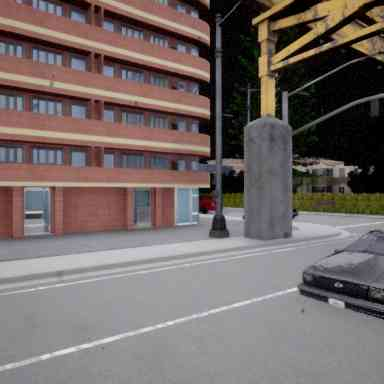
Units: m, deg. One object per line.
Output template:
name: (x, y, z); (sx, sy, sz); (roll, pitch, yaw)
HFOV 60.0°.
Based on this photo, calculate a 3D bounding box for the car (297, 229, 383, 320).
car: (4.683, 1.546, 7.354); (5.357, 1.411, 2.033); (0, 0, -36)

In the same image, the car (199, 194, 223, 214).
car: (1.025, 1.258, 36.568); (2.150, 2.045, 5.566); (0, 0, -35)

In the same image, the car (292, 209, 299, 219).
car: (6.748, 1.616, 28.496); (1.895, 1.301, 4.718); (0, 0, -35)
